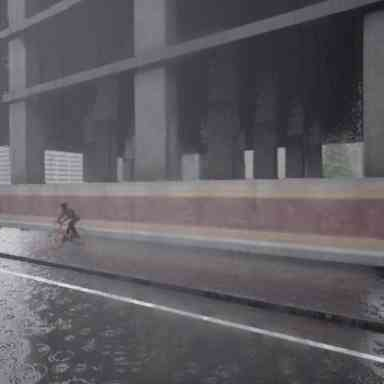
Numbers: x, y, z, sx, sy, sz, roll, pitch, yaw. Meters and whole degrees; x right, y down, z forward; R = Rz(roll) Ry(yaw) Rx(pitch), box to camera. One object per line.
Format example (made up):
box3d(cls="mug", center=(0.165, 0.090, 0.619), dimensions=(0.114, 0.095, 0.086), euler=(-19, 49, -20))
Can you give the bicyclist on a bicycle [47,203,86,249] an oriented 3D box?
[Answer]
box3d(cls="bicyclist on a bicycle", center=(-4.509, 1.205, 12.046), dimensions=(0.582, 1.620, 1.656), euler=(0, 0, 32))
